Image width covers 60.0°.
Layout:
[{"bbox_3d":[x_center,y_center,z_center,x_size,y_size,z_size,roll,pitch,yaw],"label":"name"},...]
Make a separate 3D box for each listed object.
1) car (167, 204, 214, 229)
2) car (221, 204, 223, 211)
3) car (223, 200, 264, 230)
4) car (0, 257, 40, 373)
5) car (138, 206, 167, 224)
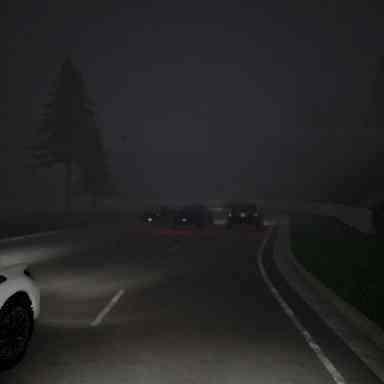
[{"bbox_3d":[0.193,1.595,22.954,1.882,1.535,5.008,0,0,16],"label":"car"},{"bbox_3d":[5.154,1.701,40.682,2.128,1.511,4.902,0,0,-17],"label":"car"},{"bbox_3d":[3.672,1.467,22.326,2.097,1.767,4.553,0,0,16],"label":"car"},{"bbox_3d":[-3.349,1.233,2.556,2.150,2.045,5.566,0,0,1],"label":"car"},{"bbox_3d":[-2.460,1.734,26.464,1.895,1.301,4.718,0,0,16],"label":"car"}]
